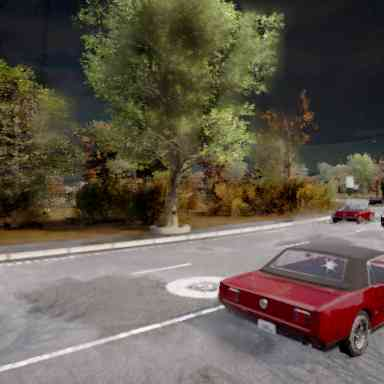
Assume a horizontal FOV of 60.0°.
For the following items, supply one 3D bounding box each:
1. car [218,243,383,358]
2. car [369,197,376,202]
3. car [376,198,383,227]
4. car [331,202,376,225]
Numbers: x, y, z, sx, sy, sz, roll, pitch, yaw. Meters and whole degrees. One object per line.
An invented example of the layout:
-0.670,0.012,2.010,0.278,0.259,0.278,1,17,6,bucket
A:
2.793,1.614,6.079,4.718,1.301,1.895,0,0,-39,car
33.310,1.645,60.149,1.895,1.301,4.718,0,0,21,car
13.909,1.380,21.700,2.097,1.767,4.553,0,0,42,car
12.024,1.636,24.764,1.895,1.301,4.718,0,0,41,car
